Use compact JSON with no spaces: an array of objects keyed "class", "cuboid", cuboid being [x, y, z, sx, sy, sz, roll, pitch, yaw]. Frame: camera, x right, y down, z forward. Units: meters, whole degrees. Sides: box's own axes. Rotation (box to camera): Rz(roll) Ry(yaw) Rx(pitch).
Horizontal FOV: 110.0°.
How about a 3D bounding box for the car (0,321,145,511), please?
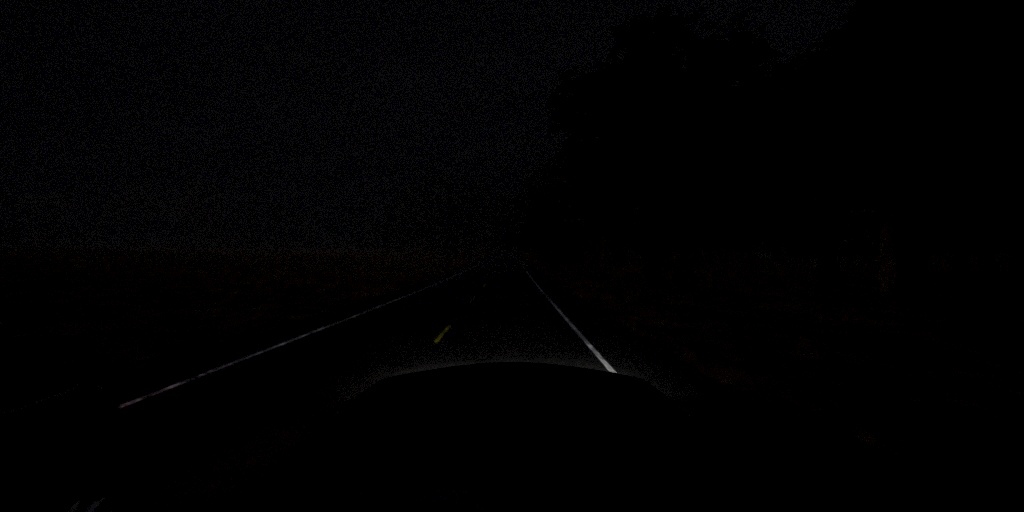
[{"class":"car","cuboid":[-3.510,1.122,0.399,2.097,1.767,4.553,0,0,0]}]
